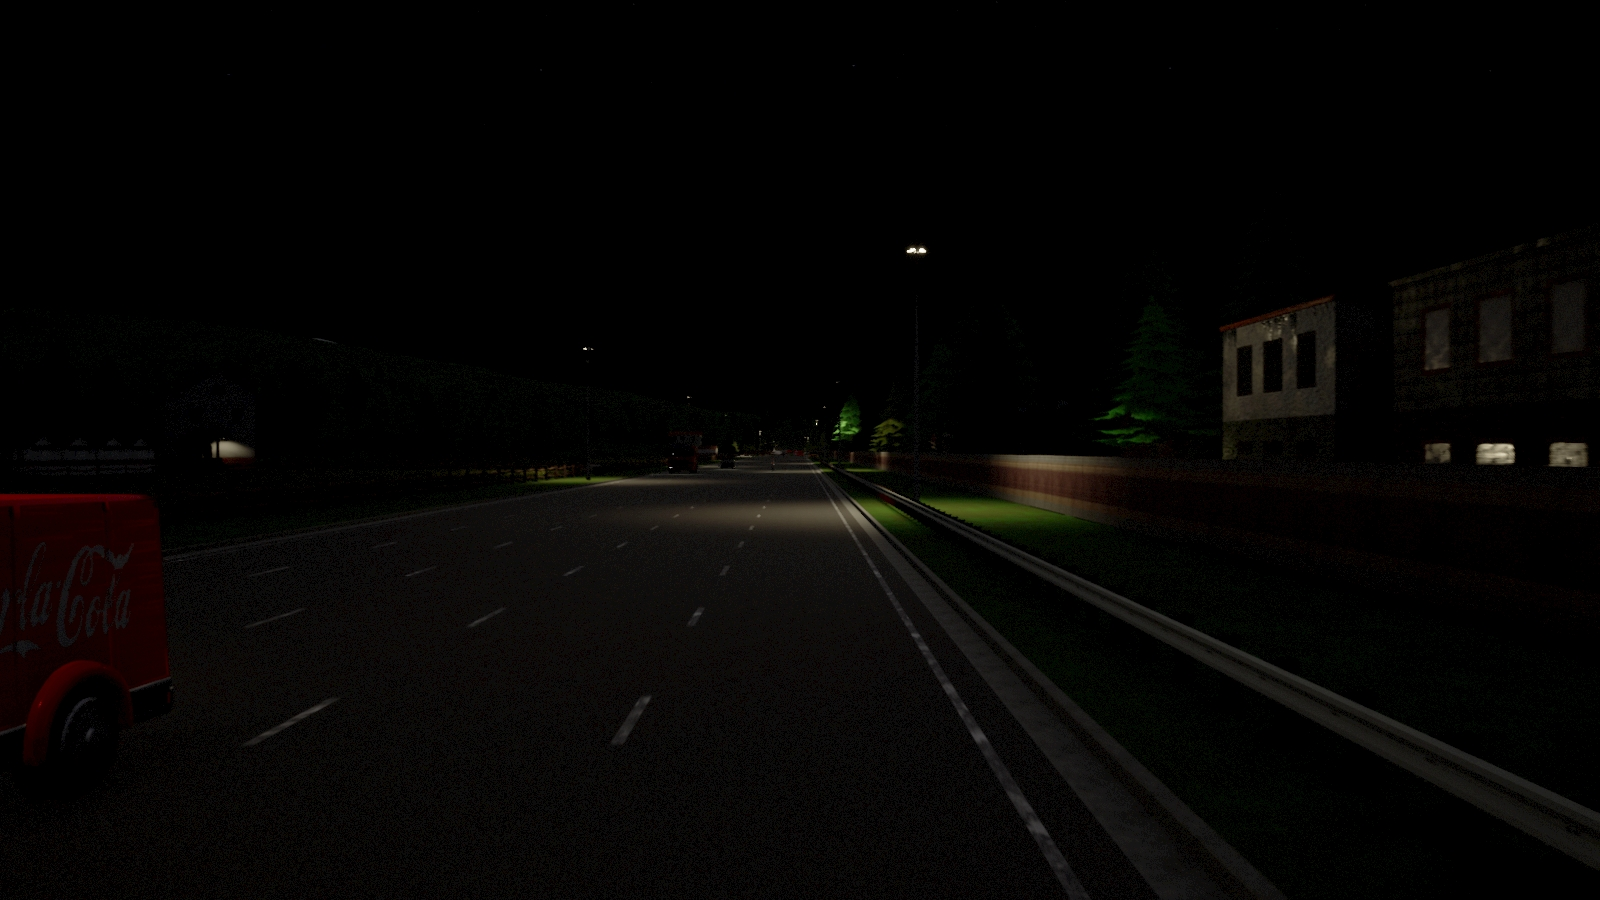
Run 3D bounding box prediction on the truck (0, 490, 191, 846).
[{"bbox_3d":[-6.998,1.577,8.040,2.627,2.467,5.204,0,-1,0],"label":"truck"}]
